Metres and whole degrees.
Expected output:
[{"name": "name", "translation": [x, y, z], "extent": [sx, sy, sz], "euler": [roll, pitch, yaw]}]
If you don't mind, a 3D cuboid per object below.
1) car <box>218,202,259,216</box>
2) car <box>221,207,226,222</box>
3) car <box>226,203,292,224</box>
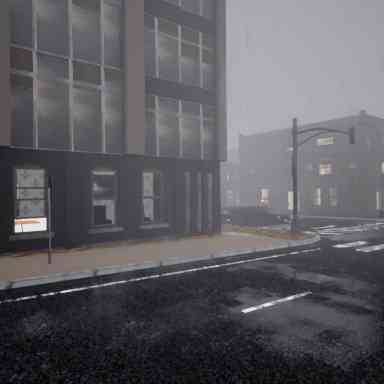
[{"name": "car", "translation": [5.246, 1.920, 38.098], "extent": [2.008, 1.369, 4.403], "euler": [-2, 0, -37]}, {"name": "car", "translation": [1.619, 1.935, 28.506], "extent": [1.947, 1.339, 4.313], "euler": [-2, 0, -37]}, {"name": "car", "translation": [5.623, 1.842, 27.698], "extent": [2.033, 1.411, 5.357], "euler": [-1, 0, -37]}]
